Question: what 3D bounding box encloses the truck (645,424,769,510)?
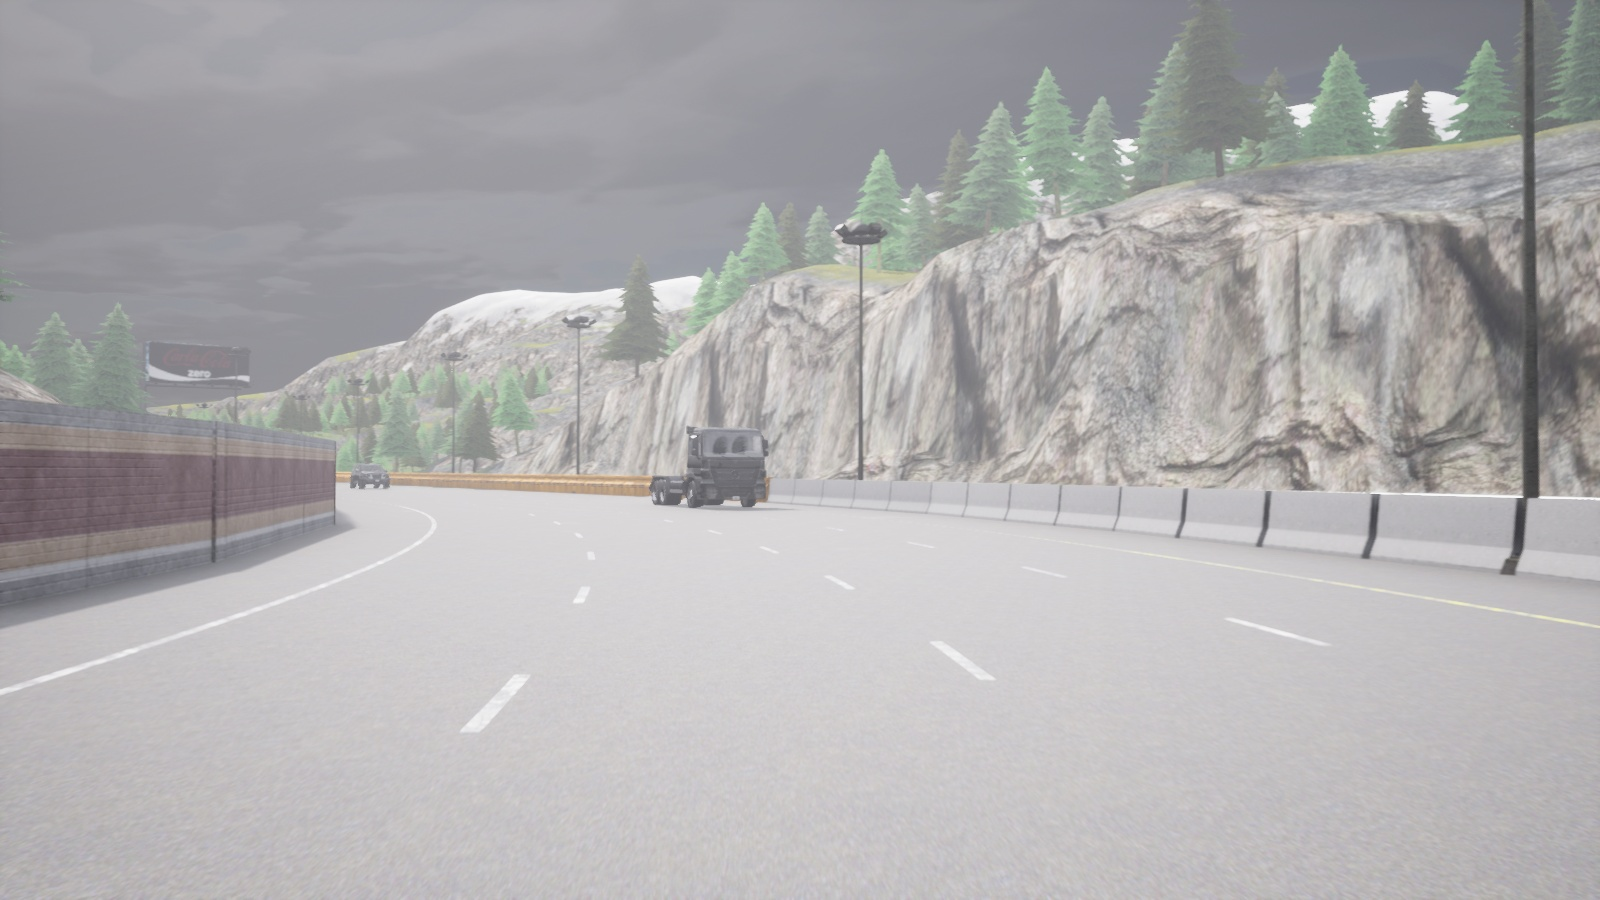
[{"bbox_3d":[-4.199,0.767,54.736,2.891,3.462,7.936,0,-1,-24],"label":"truck"}]
